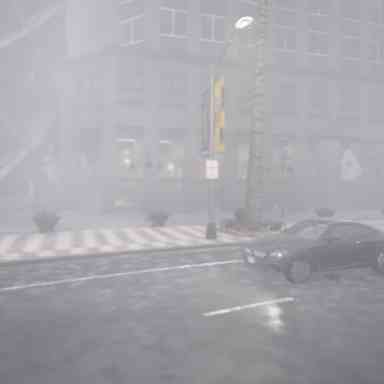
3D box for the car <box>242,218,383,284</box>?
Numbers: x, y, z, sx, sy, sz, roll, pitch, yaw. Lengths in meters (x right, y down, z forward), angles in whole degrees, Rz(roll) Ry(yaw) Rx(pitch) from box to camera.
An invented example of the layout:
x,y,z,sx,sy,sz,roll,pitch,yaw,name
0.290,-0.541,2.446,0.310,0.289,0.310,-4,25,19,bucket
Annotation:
x,y,z,sx,sy,sz,roll,pitch,yaw,name
3.668,1.475,9.303,4.674,1.442,1.812,0,0,-22,car
